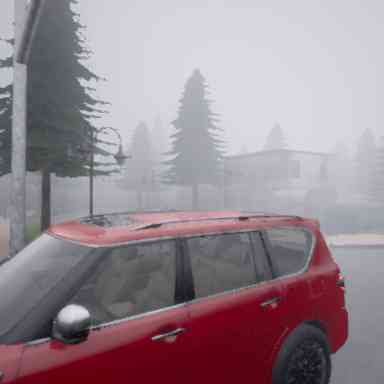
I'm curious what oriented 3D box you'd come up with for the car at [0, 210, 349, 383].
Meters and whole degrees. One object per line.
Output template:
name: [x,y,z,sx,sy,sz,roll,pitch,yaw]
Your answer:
car: [-0.682,1.256,3.368,5.566,2.045,2.150,1,0,-35]
